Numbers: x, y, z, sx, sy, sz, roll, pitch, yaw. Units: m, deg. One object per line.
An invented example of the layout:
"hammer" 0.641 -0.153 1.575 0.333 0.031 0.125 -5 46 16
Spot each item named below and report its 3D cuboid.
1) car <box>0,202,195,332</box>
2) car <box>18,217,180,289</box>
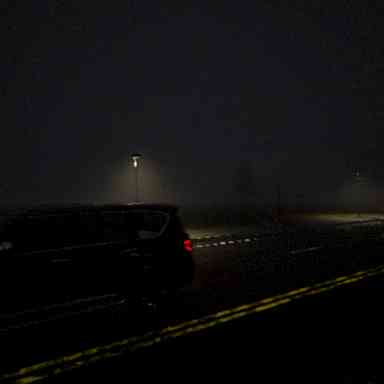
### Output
"car" -2.527 1.240 5.907 5.566 2.045 2.150 0 0 -36
"car" -2.646 1.590 9.864 4.181 1.385 1.994 0 0 -37
